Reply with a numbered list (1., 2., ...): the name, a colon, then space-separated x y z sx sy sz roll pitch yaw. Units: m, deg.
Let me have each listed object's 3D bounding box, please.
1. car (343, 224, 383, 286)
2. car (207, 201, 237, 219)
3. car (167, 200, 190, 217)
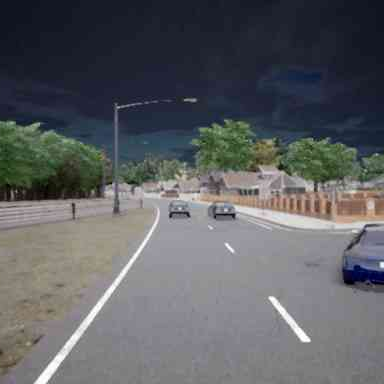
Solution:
1. car: 5.253 1.528 8.832 1.994 1.385 4.181 -1 0 31
2. car: 2.448 1.464 28.287 2.033 1.411 5.357 0 0 -4
3. car: -1.226 1.470 30.363 2.033 1.411 5.357 0 0 -5
